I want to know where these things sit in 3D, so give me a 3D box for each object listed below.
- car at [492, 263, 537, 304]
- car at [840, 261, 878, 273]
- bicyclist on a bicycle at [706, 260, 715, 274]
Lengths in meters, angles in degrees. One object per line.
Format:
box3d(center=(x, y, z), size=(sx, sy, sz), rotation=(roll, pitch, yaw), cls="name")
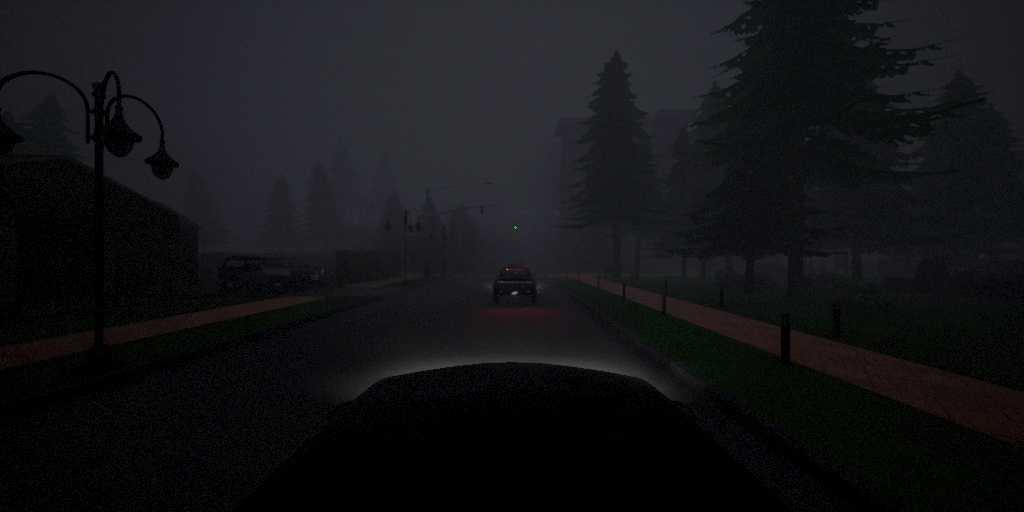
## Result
box3d(center=(0.125, 1.244, 16.412), size=(2.128, 1.511, 4.902), rotation=(0, 0, 0), cls="car")
box3d(center=(39.709, 1.296, 40.290), size=(4.674, 1.442, 1.812), rotation=(0, 0, 2), cls="car")
box3d(center=(20.404, 1.063, 36.967), size=(0.582, 1.620, 1.656), rotation=(0, 0, 2), cls="bicyclist on a bicycle")
